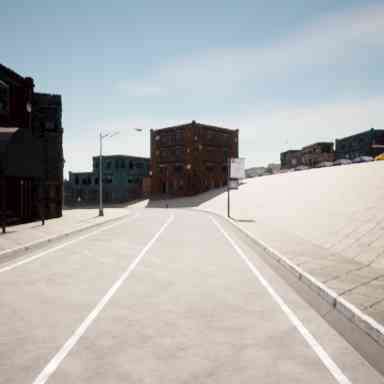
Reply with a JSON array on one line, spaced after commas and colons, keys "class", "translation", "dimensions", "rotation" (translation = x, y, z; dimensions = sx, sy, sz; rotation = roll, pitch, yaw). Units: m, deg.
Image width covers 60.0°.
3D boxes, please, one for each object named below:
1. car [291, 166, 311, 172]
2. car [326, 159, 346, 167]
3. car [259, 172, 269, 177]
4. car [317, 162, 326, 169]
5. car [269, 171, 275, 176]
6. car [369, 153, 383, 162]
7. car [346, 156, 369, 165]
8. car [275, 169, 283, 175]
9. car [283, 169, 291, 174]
[{"class": "car", "translation": [21.498, -4.278, 64.370], "dimensions": [2.185, 1.767, 4.553], "rotation": [0, 1, -1]}, {"class": "car", "translation": [21.864, -3.959, 47.915], "dimensions": [2.231, 1.521, 4.892], "rotation": [0, 1, -1]}, {"class": "car", "translation": [20.894, -4.424, 92.070], "dimensions": [2.231, 1.521, 4.892], "rotation": [0, 0, -1]}, {"class": "car", "translation": [21.736, -4.032, 53.433], "dimensions": [2.231, 1.521, 4.892], "rotation": [0, 1, -1]}, {"class": "car", "translation": [21.135, -4.452, 81.055], "dimensions": [2.185, 1.767, 4.553], "rotation": [0, 1, -1]}, {"class": "car", "translation": [22.450, -3.771, 36.836], "dimensions": [2.097, 1.535, 5.008], "rotation": [0, 1, -4]}, {"class": "car", "translation": [22.098, -3.828, 42.373], "dimensions": [2.002, 1.452, 4.674], "rotation": [0, 1, -2]}, {"class": "car", "translation": [21.255, -4.397, 75.536], "dimensions": [2.185, 1.767, 4.553], "rotation": [0, 1, -1]}, {"class": "car", "translation": [21.378, -4.171, 69.863], "dimensions": [2.002, 1.452, 4.674], "rotation": [0, 1, -1]}]
